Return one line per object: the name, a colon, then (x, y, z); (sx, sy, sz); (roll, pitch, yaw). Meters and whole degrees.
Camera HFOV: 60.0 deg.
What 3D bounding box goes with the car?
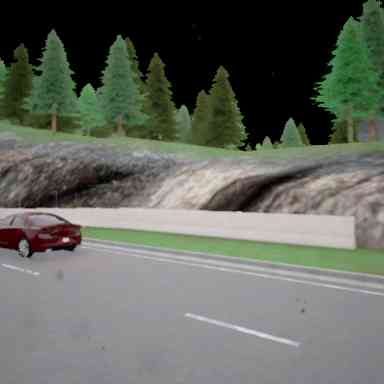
car: (-6.407, 1.520, 13.008); (5.008, 1.535, 1.882); (0, 0, 35)
